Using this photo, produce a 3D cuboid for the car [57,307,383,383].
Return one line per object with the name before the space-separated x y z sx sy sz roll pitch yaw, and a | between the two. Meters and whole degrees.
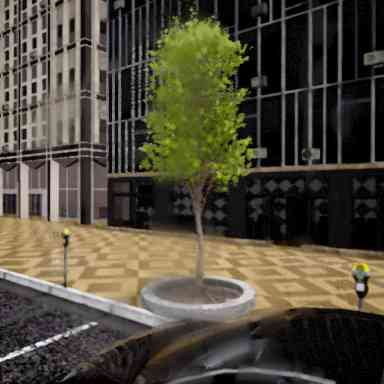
car | 0.840 1.563 2.278 4.313 1.339 1.947 0 0 35
